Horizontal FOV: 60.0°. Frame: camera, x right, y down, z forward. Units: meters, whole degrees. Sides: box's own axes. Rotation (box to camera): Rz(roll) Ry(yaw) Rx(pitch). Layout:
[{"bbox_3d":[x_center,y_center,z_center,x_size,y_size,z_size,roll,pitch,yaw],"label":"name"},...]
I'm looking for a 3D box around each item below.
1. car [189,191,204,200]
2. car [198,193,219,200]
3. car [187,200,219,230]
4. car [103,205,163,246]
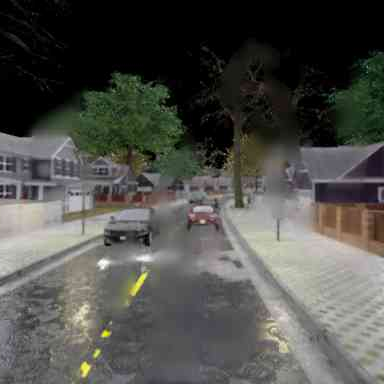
[{"bbox_3d":[0.854,0.906,53.849,2.150,2.045,5.566,0,1,8],"label":"car"},{"bbox_3d":[2.222,1.285,40.382,2.128,1.511,4.902,0,0,6],"label":"car"},{"bbox_3d":[0.698,1.435,20.489,1.812,1.442,4.674,0,0,3],"label":"car"},{"bbox_3d":[-2.488,1.407,15.009,1.882,1.535,5.008,0,1,3],"label":"car"}]
